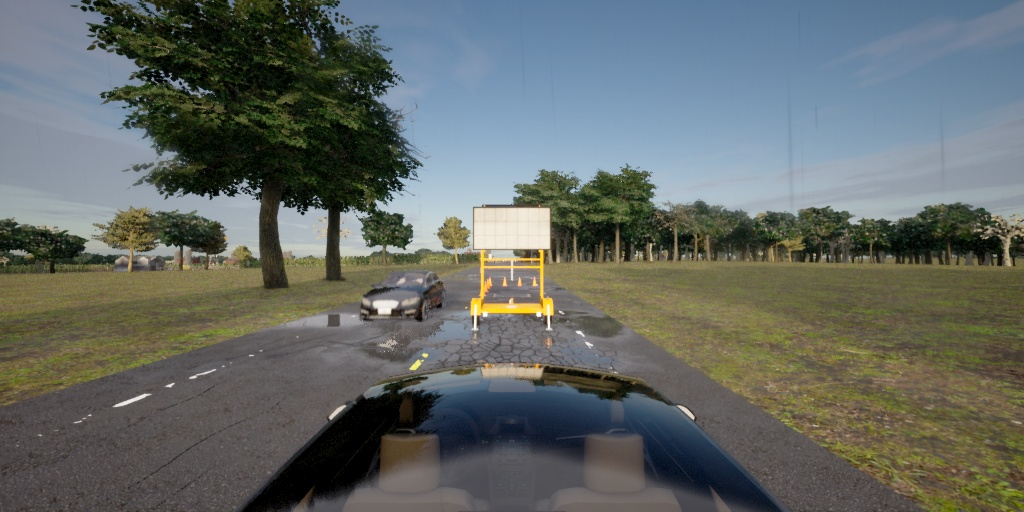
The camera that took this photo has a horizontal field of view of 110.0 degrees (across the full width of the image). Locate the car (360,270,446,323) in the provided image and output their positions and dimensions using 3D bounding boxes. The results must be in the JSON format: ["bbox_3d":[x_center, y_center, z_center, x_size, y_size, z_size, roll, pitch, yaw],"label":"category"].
[{"bbox_3d":[-3.499,1.244,12.296,2.128,1.511,4.902,0,0,0],"label":"car"}]

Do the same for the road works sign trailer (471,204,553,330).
[{"bbox_3d":[0.001,0.218,11.112,2.380,3.560,2.880,0,0,0],"label":"road works sign trailer"}]
